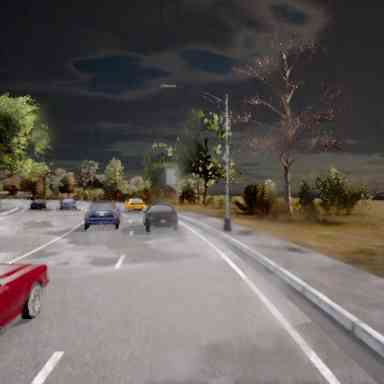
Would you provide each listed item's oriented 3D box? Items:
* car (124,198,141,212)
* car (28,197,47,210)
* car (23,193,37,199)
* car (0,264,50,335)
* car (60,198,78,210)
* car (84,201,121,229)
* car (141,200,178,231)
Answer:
[{"bbox_3d":[-6.728,1.502,38.827,1.882,1.535,5.008,0,0,-18],"label":"car"},{"bbox_3d":[-19.652,1.638,42.763,1.895,1.301,4.718,0,0,-23],"label":"car"},{"bbox_3d":[-37.581,1.025,77.015,2.097,1.767,4.553,0,0,-43],"label":"car"},{"bbox_3d":[-3.615,1.613,4.378,1.895,1.301,4.718,0,0,-2],"label":"car"},{"bbox_3d":[-15.872,1.561,42.735,1.812,1.442,4.674,0,0,-22],"label":"car"},{"bbox_3d":[-5.838,1.370,22.156,2.097,1.767,4.553,0,0,-11],"label":"car"},{"bbox_3d":[-2.060,1.487,21.044,1.882,1.535,5.008,0,0,-10],"label":"car"}]
